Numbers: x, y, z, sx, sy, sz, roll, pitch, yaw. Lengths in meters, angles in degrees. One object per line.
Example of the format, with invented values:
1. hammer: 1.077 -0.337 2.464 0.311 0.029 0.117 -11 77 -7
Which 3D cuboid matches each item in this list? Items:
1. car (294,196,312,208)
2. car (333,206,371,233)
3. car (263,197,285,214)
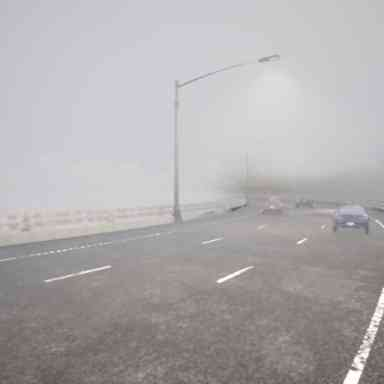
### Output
1. car: 16.002 1.337 47.949 2.097 1.767 4.553 0 0 13
2. car: 9.519 1.529 19.768 1.812 1.442 4.674 0 0 28
3. car: 8.817 1.542 35.689 1.994 1.385 4.181 0 0 20
